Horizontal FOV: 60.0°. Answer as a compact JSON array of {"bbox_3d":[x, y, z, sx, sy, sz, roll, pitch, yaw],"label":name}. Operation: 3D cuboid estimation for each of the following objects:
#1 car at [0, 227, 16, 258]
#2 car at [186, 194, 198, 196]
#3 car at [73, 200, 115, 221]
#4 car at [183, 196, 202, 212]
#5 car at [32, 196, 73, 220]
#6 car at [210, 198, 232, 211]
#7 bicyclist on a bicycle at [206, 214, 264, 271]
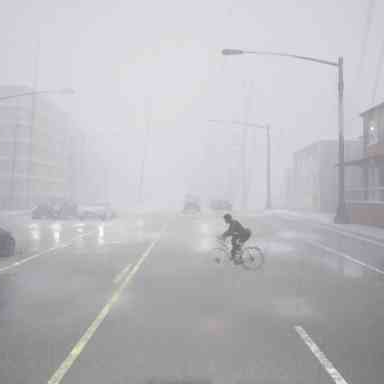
[{"bbox_3d":[-7.102,1.542,9.839,1.994,1.385,4.181,0,0,0],"label":"car"},{"bbox_3d":[0.011,1.380,47.299,2.150,2.045,5.566,0,-2,1],"label":"car"},{"bbox_3d":[-7.091,1.360,25.197,1.812,1.442,4.674,0,0,0],"label":"car"},{"bbox_3d":[0.016,1.440,37.095,1.812,1.442,4.674,0,-1,1],"label":"car"},{"bbox_3d":[-10.590,1.186,25.990,2.097,1.767,4.553,0,0,0],"label":"car"},{"bbox_3d":[3.530,1.502,38.518,1.994,1.385,4.181,0,-1,0],"label":"car"},{"bbox_3d":[1.195,1.437,9.394,1.656,1.620,0.582,-2,0,0],"label":"bicyclist on a bicycle"}]
